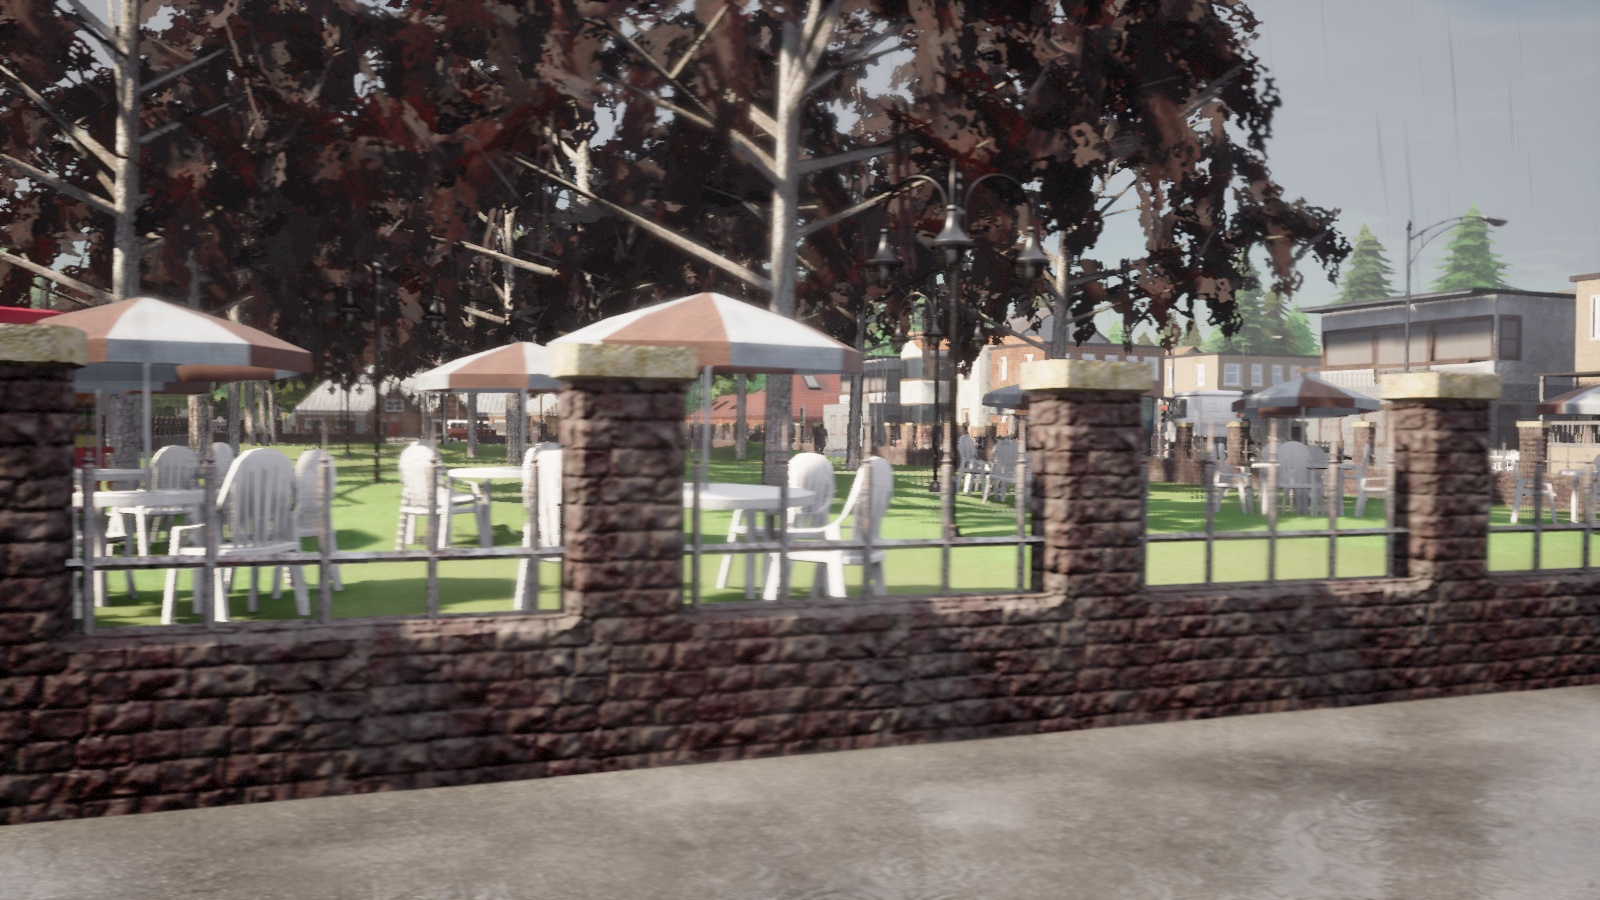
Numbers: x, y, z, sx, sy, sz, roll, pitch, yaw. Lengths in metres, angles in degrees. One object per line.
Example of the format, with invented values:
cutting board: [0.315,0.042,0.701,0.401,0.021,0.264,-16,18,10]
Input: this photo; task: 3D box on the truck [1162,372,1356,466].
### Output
truck: [18.282,-1.206,50.660,2.891,3.462,7.936,-1,1,-20]

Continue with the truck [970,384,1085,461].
truck: [10.842,-1.290,60.769,2.891,3.462,7.936,-1,1,-10]

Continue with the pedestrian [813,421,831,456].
pedestrian: [1.208,-0.634,69.373,0.659,1.952,0.873,-1,1,-21]
